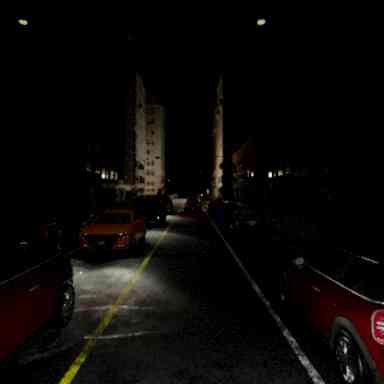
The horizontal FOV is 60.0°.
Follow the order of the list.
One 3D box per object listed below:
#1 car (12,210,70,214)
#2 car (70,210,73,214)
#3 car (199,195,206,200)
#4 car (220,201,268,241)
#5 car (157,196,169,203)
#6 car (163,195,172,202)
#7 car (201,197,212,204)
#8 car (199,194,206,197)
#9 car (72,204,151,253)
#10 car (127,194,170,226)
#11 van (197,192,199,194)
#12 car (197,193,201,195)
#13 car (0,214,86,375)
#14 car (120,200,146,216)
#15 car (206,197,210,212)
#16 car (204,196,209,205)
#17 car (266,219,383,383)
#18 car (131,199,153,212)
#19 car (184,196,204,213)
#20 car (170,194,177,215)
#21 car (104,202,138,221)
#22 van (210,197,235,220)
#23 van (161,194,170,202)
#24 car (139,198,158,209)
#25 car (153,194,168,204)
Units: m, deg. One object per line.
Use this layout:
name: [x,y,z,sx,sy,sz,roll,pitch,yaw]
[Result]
car: [-5.854,1.440,10.924,1.967,1.590,4.097,0,0,0]
car: [-5.851,1.565,16.592,1.947,1.339,4.313,0,0,0]
car: [2.708,1.475,90.464,1.752,1.417,4.829,0,0,0]
car: [2.675,1.439,16.592,1.967,1.590,4.097,0,0,0]
car: [-5.828,1.528,67.606,2.008,1.369,4.403,0,0,0]
car: [-5.823,1.494,78.774,1.752,1.417,4.829,0,0,0]
car: [2.695,1.546,61.947,1.947,1.339,4.313,0,0,0]
car: [2.373,1.443,51.439,1.801,1.575,5.366,0,0,0]
car: [-3.092,1.477,13.908,1.882,1.535,5.008,0,0,0]
car: [-3.083,1.220,24.035,2.150,2.045,5.566,0,0,0]
van: [2.705,1.301,84.625,1.690,1.788,3.998,0,0,0]
car: [2.700,1.525,73.285,2.008,1.369,4.403,0,0,0]
car: [-3.139,1.352,3.970,2.097,1.767,4.553,0,0,1]
car: [-5.843,1.521,33.427,1.752,1.417,4.829,0,0,0]
car: [2.682,1.520,33.770,1.752,1.417,4.829,0,0,0]
car: [2.685,1.544,39.270,2.008,1.369,4.403,0,0,0]
car: [2.670,1.440,5.254,1.967,1.590,4.097,0,0,0]
car: [-5.841,1.559,39.265,1.947,1.339,4.313,0,0,0]
car: [0.106,1.520,36.420,1.812,1.442,4.674,0,0,0]
car: [-3.037,1.347,34.262,2.097,1.767,4.553,0,0,1]
car: [-5.846,1.563,27.929,1.947,1.339,4.313,0,0,0]
van: [2.679,1.338,27.931,1.690,1.788,3.998,0,0,0]
van: [-5.826,1.315,73.275,1.690,1.788,3.998,0,0,0]
car: [-5.838,1.535,44.933,1.887,1.381,4.507,0,0,0]
car: [-5.831,1.296,61.939,2.192,1.841,5.009,0,0,0]
